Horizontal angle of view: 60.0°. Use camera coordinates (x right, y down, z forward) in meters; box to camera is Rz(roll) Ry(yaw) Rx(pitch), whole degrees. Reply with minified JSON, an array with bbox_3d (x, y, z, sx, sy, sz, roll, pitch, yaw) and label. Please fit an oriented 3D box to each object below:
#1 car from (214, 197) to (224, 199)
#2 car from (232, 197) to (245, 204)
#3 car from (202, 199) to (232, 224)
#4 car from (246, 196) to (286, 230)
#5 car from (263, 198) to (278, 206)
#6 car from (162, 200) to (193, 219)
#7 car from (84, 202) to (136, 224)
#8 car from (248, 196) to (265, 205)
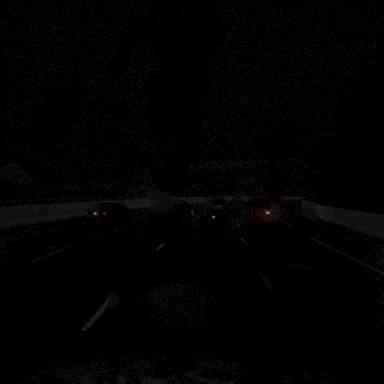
[{"bbox_3d":[5.188,1.625,64.670,1.994,1.385,4.181,1,0,22],"label":"car"},{"bbox_3d":[8.879,1.676,64.443,1.994,1.385,4.181,1,0,23],"label":"car"},{"bbox_3d":[1.879,1.548,25.440,1.812,1.442,4.674,1,0,9],"label":"car"},{"bbox_3d":[4.764,1.284,21.815,2.150,2.045,5.566,0,0,8],"label":"car"},{"bbox_3d":[13.761,1.781,58.475,1.895,1.301,4.718,1,0,21],"label":"car"},{"bbox_3d":[-1.155,1.457,28.972,1.882,1.535,5.008,0,0,10],"label":"car"},{"bbox_3d":[-5.841,1.463,24.222,2.033,1.411,5.357,1,0,11],"label":"car"},{"bbox_3d":[12.475,1.653,64.012,2.128,1.511,4.902,1,0,23],"label":"car"}]
